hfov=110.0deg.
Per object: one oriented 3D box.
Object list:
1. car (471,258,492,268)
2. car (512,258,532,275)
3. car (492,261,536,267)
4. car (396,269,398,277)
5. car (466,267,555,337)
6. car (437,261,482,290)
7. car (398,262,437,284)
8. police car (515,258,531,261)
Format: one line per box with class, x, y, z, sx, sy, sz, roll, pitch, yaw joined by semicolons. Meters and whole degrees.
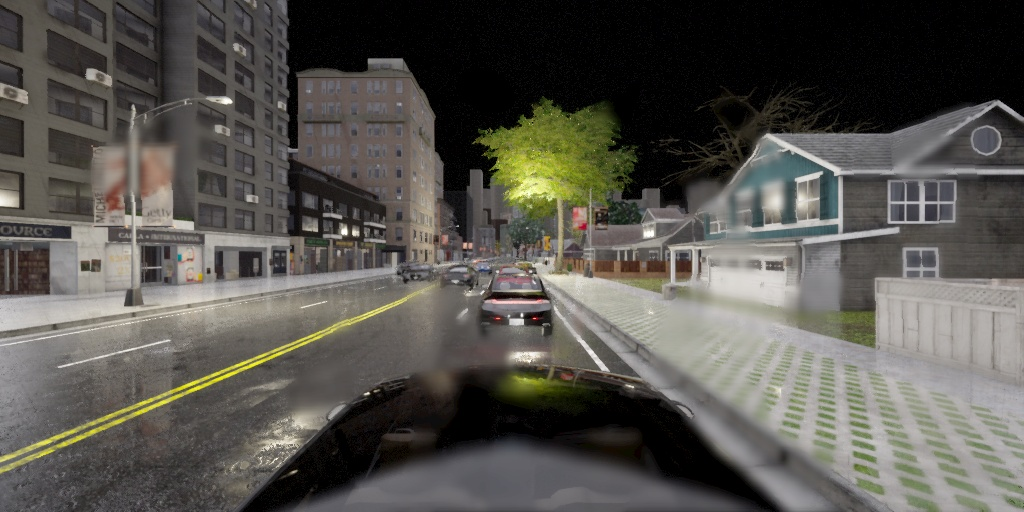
car;-3.113;1.262;40.507;2.033;1.411;5.357;0;0;0
car;1.012;1.067;39.423;2.097;1.767;4.553;0;0;0
car;0.119;1.218;19.834;1.882;1.535;5.008;0;0;0
car;-9.817;1.286;35.127;1.994;1.385;4.181;0;0;0
car;0.111;1.239;10.330;2.128;1.511;4.902;0;0;0
car;-3.128;1.264;22.265;1.812;1.442;4.674;0;0;0
car;-6.575;1.297;26.424;1.994;1.385;4.181;0;0;0
police car;1.003;1.155;29.563;1.930;1.638;5.238;0;0;0
